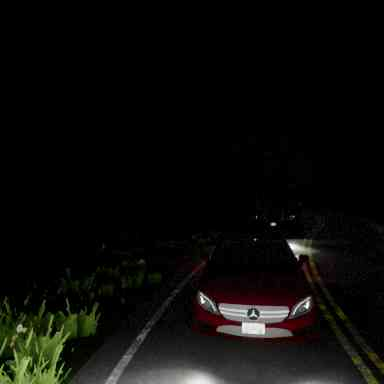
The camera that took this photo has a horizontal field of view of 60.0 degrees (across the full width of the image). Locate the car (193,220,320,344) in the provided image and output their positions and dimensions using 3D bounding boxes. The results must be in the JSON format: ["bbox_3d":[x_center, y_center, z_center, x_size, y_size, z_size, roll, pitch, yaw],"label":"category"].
[{"bbox_3d":[1.229,1.534,6.661,1.812,1.442,4.674,-1,0,11],"label":"car"}]

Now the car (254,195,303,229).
[{"bbox_3d":[4.999,1.214,18.833,2.150,2.045,5.566,-2,-1,22],"label":"car"}]
